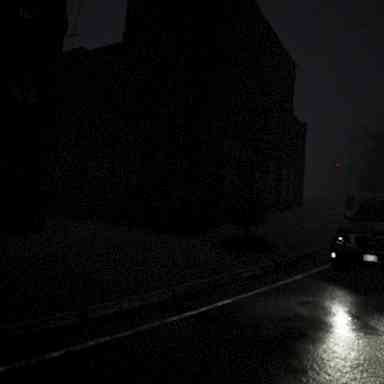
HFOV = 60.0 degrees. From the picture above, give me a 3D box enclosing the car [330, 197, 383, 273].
[{"bbox_3d":[6.061,1.193,9.906,2.150,2.045,5.566,1,1,42],"label":"car"}]
